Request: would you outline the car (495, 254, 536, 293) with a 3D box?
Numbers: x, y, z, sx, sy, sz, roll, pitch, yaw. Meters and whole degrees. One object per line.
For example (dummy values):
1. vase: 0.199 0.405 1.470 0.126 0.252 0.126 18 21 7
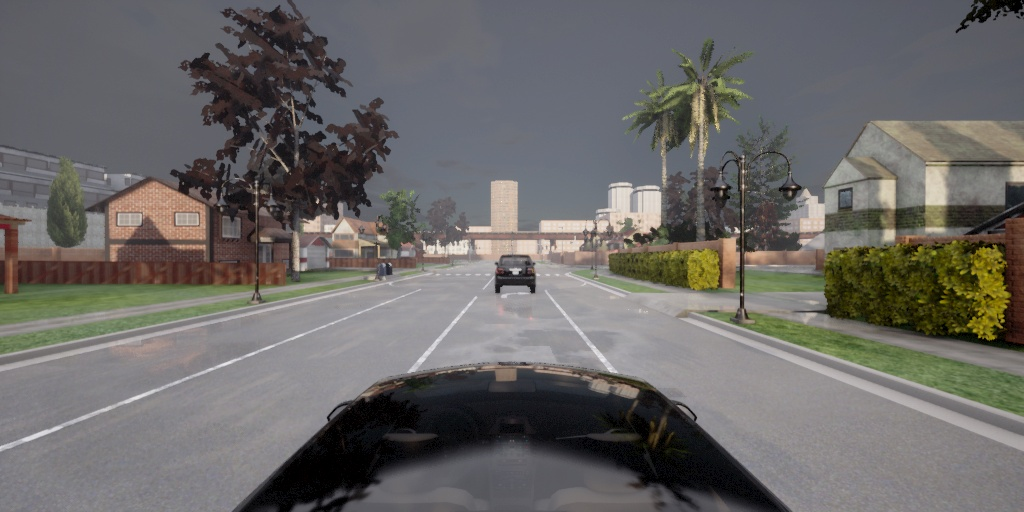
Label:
1. car: 0.183 0.924 20.678 2.150 2.045 5.566 0 0 0
